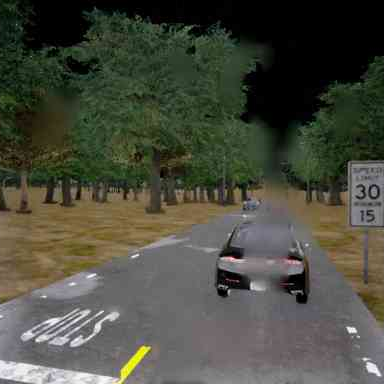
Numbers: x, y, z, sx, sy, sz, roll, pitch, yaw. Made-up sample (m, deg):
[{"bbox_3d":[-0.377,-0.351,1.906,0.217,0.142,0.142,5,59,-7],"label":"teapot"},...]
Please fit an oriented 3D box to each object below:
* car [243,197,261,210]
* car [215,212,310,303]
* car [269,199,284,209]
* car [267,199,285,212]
[{"bbox_3d":[7.850,1.435,43.178,2.097,1.767,4.553,0,0,15],"label":"car"},{"bbox_3d":[1.812,1.485,8.316,2.128,1.511,4.902,0,0,15],"label":"car"},{"bbox_3d":[12.224,1.680,48.033,2.033,1.411,5.357,0,-1,15],"label":"car"},{"bbox_3d":[9.728,1.618,38.388,1.994,1.385,4.181,0,0,15],"label":"car"}]
